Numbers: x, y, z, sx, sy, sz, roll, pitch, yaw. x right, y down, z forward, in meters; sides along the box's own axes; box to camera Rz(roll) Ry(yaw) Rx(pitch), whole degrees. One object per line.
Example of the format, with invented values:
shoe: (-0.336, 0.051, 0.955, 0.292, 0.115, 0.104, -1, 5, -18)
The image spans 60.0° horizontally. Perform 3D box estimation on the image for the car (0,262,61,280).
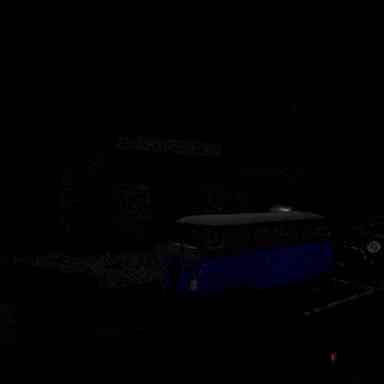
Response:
car: (-3.126, 1.582, 3.960, 4.206, 1.307, 1.802, 0, 0, -35)

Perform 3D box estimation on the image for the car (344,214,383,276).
car: (5.692, 1.440, 10.240, 4.097, 1.590, 1.967, 0, 0, -35)

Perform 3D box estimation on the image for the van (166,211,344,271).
van: (1.283, 1.341, 7.100, 3.998, 1.788, 1.690, 0, 0, -35)

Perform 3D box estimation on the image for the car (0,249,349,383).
car: (-1.082, 1.547, 2.300, 5.357, 1.411, 2.033, 0, 0, -35)
